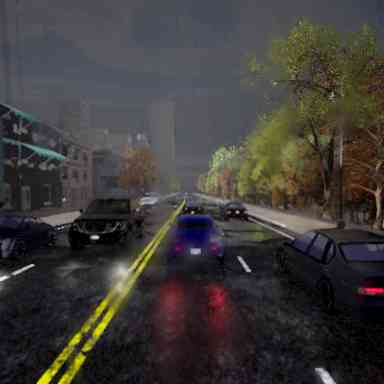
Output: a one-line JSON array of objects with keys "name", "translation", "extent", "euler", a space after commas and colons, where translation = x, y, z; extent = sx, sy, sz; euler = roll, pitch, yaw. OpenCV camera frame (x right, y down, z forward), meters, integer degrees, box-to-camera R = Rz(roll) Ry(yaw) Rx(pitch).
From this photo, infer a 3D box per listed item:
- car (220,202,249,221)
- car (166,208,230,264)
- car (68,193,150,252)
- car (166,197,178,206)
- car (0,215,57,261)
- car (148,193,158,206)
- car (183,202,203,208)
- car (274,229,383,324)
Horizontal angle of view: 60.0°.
[{"name": "car", "translation": [3.336, 1.531, 26.936], "extent": [2.033, 1.411, 5.357], "euler": [0, 0, 0]}, {"name": "car", "translation": [0.107, 1.519, 11.734], "extent": [1.812, 1.442, 4.674], "euler": [0, 0, 0]}, {"name": "car", "translation": [-3.359, 1.213, 14.265], "extent": [2.150, 2.045, 5.566], "euler": [0, 0, 0]}, {"name": "car", "translation": [-3.326, 1.511, 56.036], "extent": [2.033, 1.411, 5.357], "euler": [0, 0, 1]}, {"name": "car", "translation": [-6.606, 1.556, 12.143], "extent": [1.994, 1.385, 4.181], "euler": [0, 0, 0]}, {"name": "car", "translation": [-6.598, 1.187, 52.665], "extent": [2.150, 2.045, 5.566], "euler": [0, 0, 0]}, {"name": "car", "translation": [0.083, 1.580, 32.588], "extent": [1.895, 1.301, 4.718], "euler": [0, 0, 0]}, {"name": "car", "translation": [3.345, 1.543, 7.485], "extent": [2.033, 1.411, 5.357], "euler": [0, 0, 0]}]
